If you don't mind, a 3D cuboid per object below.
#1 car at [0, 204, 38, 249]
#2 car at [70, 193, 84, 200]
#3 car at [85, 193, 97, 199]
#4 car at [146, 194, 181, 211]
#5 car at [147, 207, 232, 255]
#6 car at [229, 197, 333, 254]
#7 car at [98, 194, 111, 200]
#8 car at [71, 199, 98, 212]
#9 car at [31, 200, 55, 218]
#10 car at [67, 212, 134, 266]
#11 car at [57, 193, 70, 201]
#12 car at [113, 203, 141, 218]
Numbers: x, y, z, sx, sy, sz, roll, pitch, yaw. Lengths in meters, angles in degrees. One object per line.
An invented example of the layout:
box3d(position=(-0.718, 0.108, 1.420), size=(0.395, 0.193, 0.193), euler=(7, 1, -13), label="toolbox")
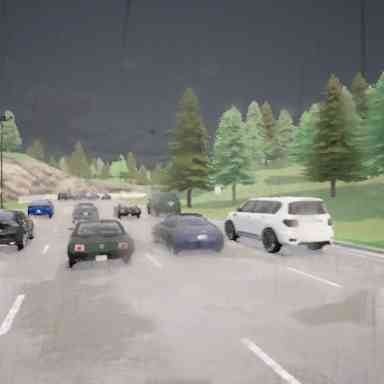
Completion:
box3d(position=(-7.878, 1.492, 14.034), size=(1.837, 1.490, 4.892), euler=(0, 0, -19), label="car")
box3d(position=(-29.677, 1.468, 85.685), size=(2.033, 1.411, 5.357), euler=(0, 0, -17), label="car")
box3d(position=(-26.287, 1.454, 86.581), size=(1.812, 1.442, 4.674), euler=(0, 0, -17), label="car")
box3d(position=(-2.703, 1.200, 30.848), size=(2.150, 2.045, 5.566), euler=(0, 0, -19), label="car")
box3d(position=(-0.301, 1.556, 13.584), size=(1.994, 1.385, 4.181), euler=(0, 0, -19), label="car")
box3d(position=(3.304, 1.215, 13.884), size=(2.150, 2.045, 5.566), euler=(0, 0, -19), label="car")
box3d(position=(-22.998, 1.456, 87.779), size=(1.812, 1.442, 4.674), euler=(0, 0, -17), label="car")
box3d(position=(-8.017, 1.528, 24.851), size=(2.033, 1.411, 5.357), euler=(0, 0, -19), label="car")
box3d(position=(-13.467, 1.452, 29.791), size=(1.882, 1.535, 5.008), euler=(0, 0, -19), label="car")
box3d(position=(-3.314, 1.592, 11.598), size=(1.895, 1.301, 4.718), euler=(0, 0, -19), label="car")
box3d(position=(-33.004, 1.153, 84.600), size=(2.150, 2.045, 5.566), euler=(0, 0, -17), label="car")
box3d(position=(-5.788, 1.580, 29.065), size=(1.895, 1.301, 4.718), euler=(0, 0, -19), label="car")
